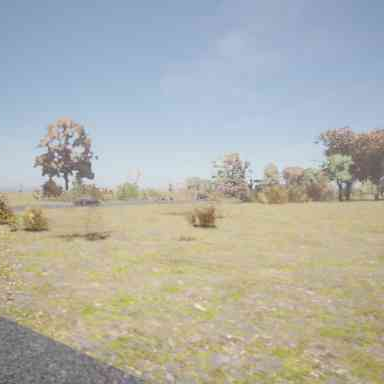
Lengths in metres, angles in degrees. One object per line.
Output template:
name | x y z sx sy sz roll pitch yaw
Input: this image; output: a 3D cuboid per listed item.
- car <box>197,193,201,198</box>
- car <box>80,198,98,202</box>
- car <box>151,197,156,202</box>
car | 3.217 1.430 92.881 2.150 2.045 5.566 0 0 28
car | -17.887 1.610 56.985 2.128 1.511 4.902 0 0 34
car | -8.317 1.695 83.862 1.812 1.442 4.674 0 0 34
